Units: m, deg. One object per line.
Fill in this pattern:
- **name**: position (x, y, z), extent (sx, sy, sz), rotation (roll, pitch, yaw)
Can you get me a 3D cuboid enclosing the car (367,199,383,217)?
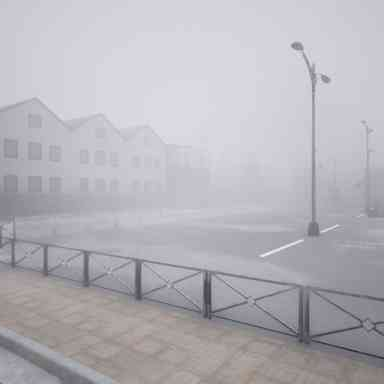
- **car**: position (15.435, 1.298, 26.794), extent (2.007, 1.523, 4.514), rotation (0, 0, 35)
